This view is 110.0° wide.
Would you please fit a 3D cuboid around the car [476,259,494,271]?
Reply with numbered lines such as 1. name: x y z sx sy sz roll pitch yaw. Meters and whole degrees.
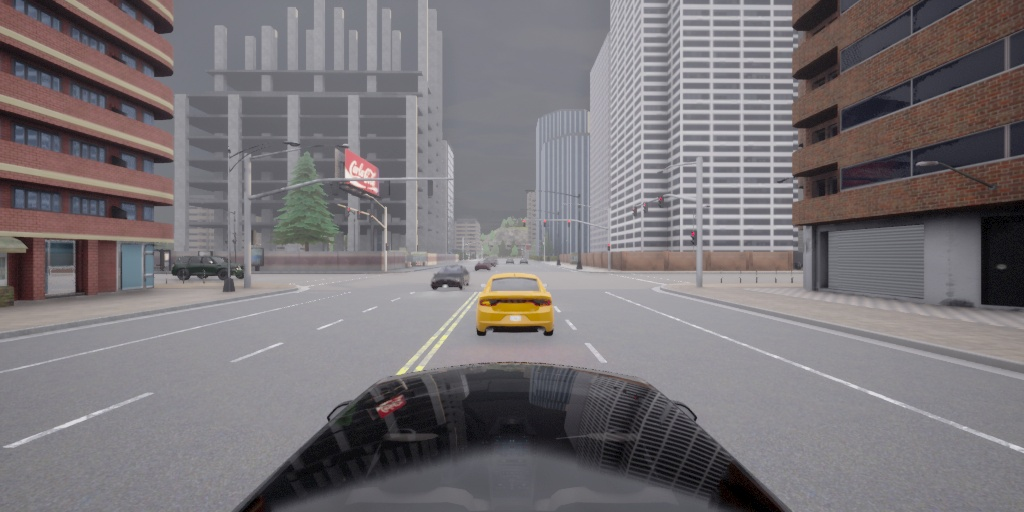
1. car: -3.849 1.351 47.609 1.895 1.301 4.718 0 0 0

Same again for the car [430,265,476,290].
1. car: -3.709 1.297 22.530 2.033 1.411 5.357 0 0 0

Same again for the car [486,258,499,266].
1. car: -3.906 1.101 63.155 2.097 1.767 4.553 0 0 0

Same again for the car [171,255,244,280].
1. car: -25.310 0.972 30.256 5.566 2.045 2.150 0 0 -1

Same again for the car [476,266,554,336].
1. car: 0.063 1.228 10.429 1.882 1.535 5.008 0 0 0
